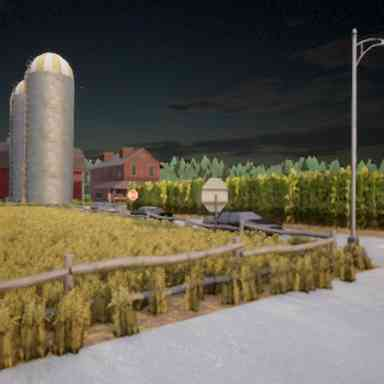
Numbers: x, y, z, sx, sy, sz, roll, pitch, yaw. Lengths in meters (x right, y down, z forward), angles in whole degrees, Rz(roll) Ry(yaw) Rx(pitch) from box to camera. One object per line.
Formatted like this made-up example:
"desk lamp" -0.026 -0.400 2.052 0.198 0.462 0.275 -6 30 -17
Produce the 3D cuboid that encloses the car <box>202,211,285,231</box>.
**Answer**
"car" 2.724 1.773 18.907 2.033 1.411 5.357 1 -1 -36

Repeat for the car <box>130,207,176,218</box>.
"car" -3.240 1.885 27.183 1.895 1.301 4.718 1 -1 -36

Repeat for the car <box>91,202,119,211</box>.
"car" -9.426 1.794 35.833 2.128 1.511 4.902 1 0 -35
